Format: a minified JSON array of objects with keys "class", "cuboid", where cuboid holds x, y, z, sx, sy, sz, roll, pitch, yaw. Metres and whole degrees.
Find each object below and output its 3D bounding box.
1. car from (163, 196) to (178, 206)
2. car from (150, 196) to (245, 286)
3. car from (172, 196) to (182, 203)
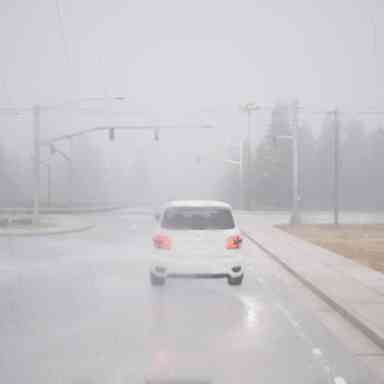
[{"class":"car","cuboid":[-3.550,1.503,55.799,2.128,1.511,4.902,0,0,0]},{"class":"car","cuboid":[0.068,1.220,9.558,2.150,2.045,5.566,0,0,-2]},{"class":"car","cuboid":[-3.268,1.561,72.310,1.994,1.385,4.181,0,0,1]}]
